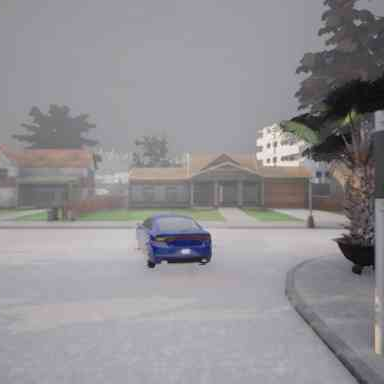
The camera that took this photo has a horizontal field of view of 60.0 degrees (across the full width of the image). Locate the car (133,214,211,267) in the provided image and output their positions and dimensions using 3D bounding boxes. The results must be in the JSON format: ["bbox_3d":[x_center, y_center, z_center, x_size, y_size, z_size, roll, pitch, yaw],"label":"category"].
[{"bbox_3d":[-0.853,1.496,11.626,1.882,1.535,5.008,1,0,-16],"label":"car"}]
